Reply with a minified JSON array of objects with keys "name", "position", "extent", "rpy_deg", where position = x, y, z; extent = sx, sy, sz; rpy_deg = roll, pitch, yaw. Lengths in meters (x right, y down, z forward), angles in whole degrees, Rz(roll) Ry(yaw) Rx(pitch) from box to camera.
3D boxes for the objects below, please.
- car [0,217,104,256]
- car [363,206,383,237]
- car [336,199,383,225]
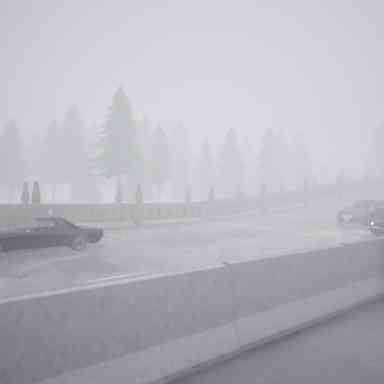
[{"name":"car","position":[-5.941,1.638,12.691],"extent":[4.718,1.301,1.895],"rpy_deg":[1,0,-37]},{"name":"car","position":[10.692,1.483,16.435],"extent":[4.718,1.301,1.895],"rpy_deg":[-3,2,-36]},{"name":"car","position":[11.052,1.228,21.050],"extent":[4.902,1.511,2.128],"rpy_deg":[-4,2,-36]}]
